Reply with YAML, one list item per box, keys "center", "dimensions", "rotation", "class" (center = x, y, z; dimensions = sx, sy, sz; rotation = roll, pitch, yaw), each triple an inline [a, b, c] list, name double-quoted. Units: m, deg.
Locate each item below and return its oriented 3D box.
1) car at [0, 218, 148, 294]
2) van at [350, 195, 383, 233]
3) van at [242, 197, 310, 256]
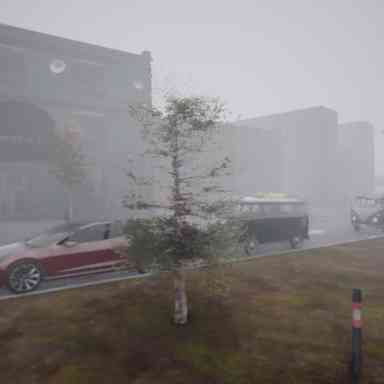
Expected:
- center: [-2.812, 1.454, 8.717]
  dimensions: [4.792, 1.488, 2.163]
  rotation: [1, 0, -37]
  class: "car"
- center: [10.487, 1.188, 18.423]
  dimensions: [4.442, 1.987, 1.878]
  rotation: [1, 0, -38]
  class: "van"
- center: [2.483, 1.195, 12.508]
  dimensions: [4.442, 1.987, 1.878]
  rotation: [1, 0, -38]
  class: "van"
